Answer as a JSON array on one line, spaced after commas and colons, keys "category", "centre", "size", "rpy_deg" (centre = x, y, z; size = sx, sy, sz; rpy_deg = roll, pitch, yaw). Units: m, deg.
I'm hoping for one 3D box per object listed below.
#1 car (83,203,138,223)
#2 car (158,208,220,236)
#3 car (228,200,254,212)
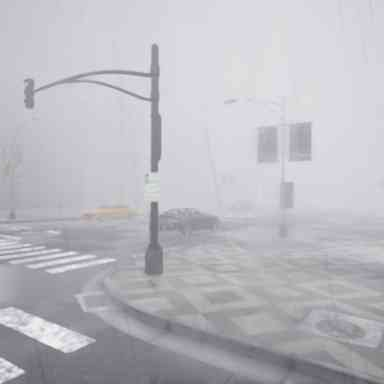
[{"category": "car", "centre": [-6.735, 1.685, 27.836], "size": [1.882, 1.535, 5.008], "rpy_deg": [0, -1, 35]}, {"category": "car", "centre": [-0.132, 1.714, 19.965], "size": [2.128, 1.511, 4.902], "rpy_deg": [0, -1, 35]}, {"category": "car", "centre": [6.976, 1.903, 47.148], "size": [2.097, 1.767, 4.553], "rpy_deg": [0, 0, 36]}]
